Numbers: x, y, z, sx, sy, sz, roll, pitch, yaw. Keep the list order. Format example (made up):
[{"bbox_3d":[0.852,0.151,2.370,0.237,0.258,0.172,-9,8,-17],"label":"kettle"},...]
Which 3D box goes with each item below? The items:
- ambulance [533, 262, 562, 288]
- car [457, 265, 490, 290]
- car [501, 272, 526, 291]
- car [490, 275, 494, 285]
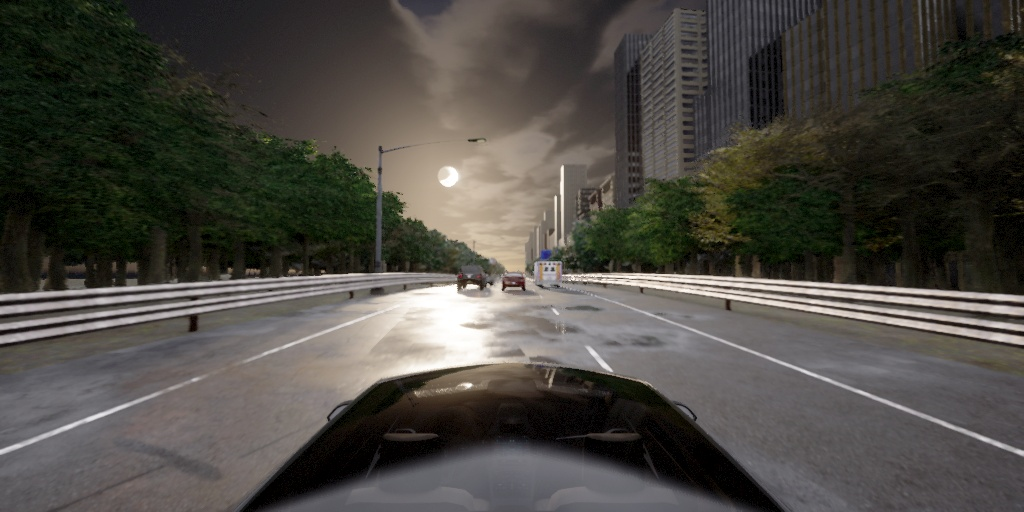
[{"bbox_3d":[3.540,1.943,36.474,2.351,2.431,6.366,0,-3,0],"label":"ambulance"},{"bbox_3d":[-3.367,1.841,30.919,2.150,2.045,5.566,0,-3,0],"label":"car"},{"bbox_3d":[0.132,2.068,30.234,1.882,1.535,5.008,0,-3,0],"label":"car"},{"bbox_3d":[-3.353,3.014,45.617,1.994,1.385,4.181,0,-3,0],"label":"car"}]
